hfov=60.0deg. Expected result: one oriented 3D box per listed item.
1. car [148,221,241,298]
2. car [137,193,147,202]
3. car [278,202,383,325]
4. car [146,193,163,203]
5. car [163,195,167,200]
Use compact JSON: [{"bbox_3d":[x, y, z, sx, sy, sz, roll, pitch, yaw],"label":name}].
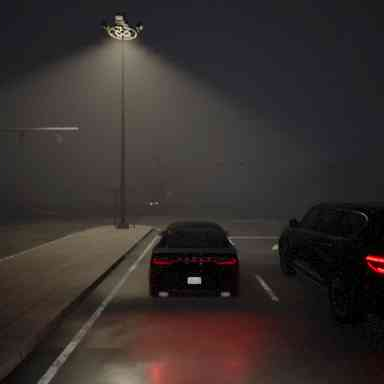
[{"bbox_3d":[0.059,1.476,8.593,1.882,1.535,5.008,0,0,0],"label":"car"},{"bbox_3d":[-11.538,1.207,78.540,2.150,2.045,5.566,0,0,0],"label":"car"},{"bbox_3d":[3.563,1.220,7.248,2.150,2.045,5.566,0,0,0],"label":"car"},{"bbox_3d":[-8.035,1.508,71.621,2.128,1.511,4.902,0,0,0],"label":"car"},{"bbox_3d":[-8.044,1.531,91.868,1.994,1.385,4.181,0,0,0],"label":"car"}]
